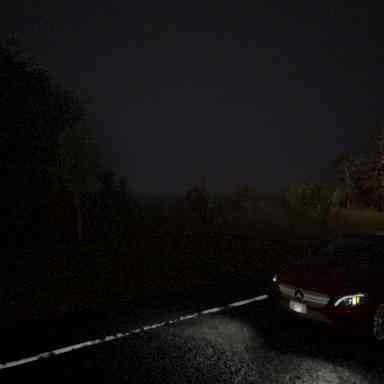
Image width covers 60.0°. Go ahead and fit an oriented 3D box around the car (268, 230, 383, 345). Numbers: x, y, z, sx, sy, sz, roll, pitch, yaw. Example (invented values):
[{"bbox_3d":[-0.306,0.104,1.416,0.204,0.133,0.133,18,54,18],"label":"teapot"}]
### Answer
[{"bbox_3d":[3.537,1.525,6.516,4.674,1.442,1.812,0,0,-35],"label":"car"}]
